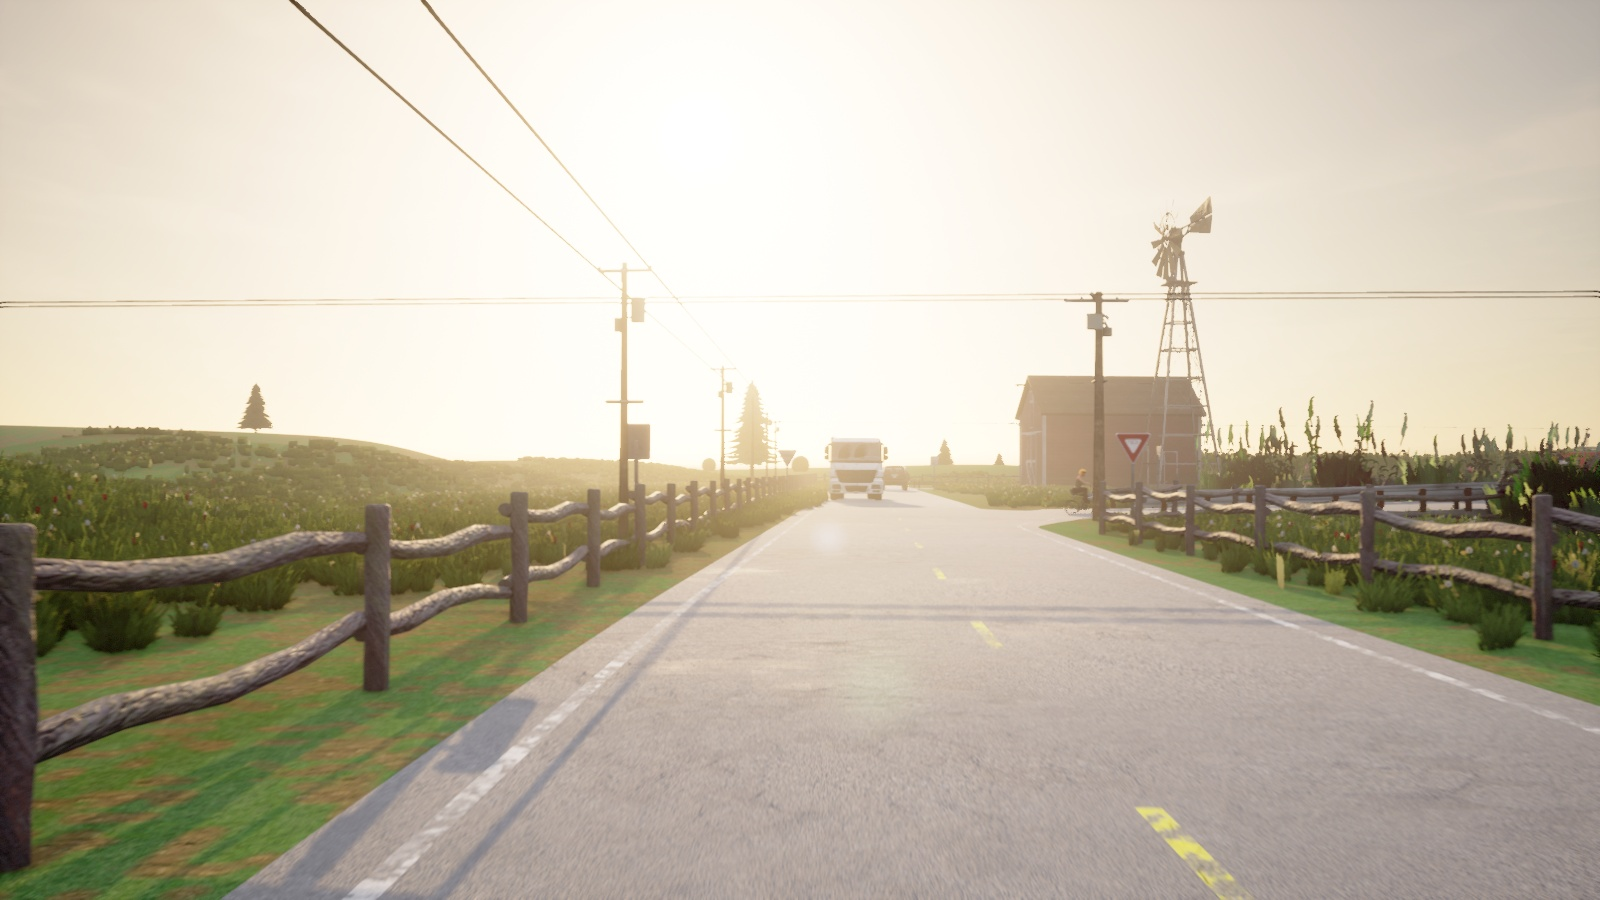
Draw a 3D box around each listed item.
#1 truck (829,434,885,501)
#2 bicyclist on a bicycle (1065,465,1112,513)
[{"bbox_3d":[3.132,0.986,69.613,2.891,3.462,7.936,0,-1,2],"label":"truck"},{"bbox_3d":[10.153,1.383,44.271,1.509,1.612,0.866,-2,-1,10],"label":"bicyclist on a bicycle"}]
